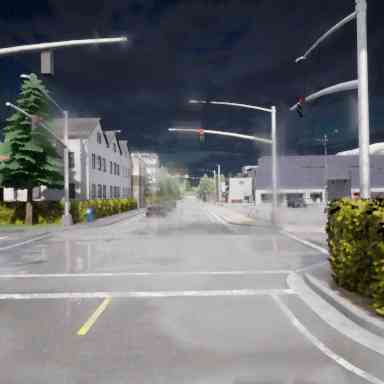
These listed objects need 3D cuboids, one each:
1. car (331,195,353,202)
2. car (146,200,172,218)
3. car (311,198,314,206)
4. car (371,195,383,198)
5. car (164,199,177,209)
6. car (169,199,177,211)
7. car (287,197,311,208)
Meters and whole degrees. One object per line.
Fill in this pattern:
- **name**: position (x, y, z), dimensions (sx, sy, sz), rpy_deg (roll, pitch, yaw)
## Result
- **car**: position (25.490, 1.398, 56.503), dimensions (2.152, 1.636, 5.027), rpy_deg (-1, -1, 0)
- **car**: position (-3.600, 1.844, 34.547), dimensions (2.033, 1.411, 5.357), rpy_deg (-1, -1, 0)
- **car**: position (19.075, 1.573, 56.164), dimensions (1.970, 1.475, 3.806), rpy_deg (-1, -1, 0)
- **car**: position (19.118, 1.183, 31.239), dimensions (1.905, 1.878, 3.866), rpy_deg (-1, -1, 0)
- **car**: position (-3.540, 1.995, 55.256), dimensions (1.837, 1.490, 4.892), rpy_deg (-1, -1, 0)
- **car**: position (-3.586, 1.885, 44.843), dimensions (2.128, 1.511, 4.902), rpy_deg (-1, -1, 0)
- **car**: position (15.429, 1.629, 49.107), dimensions (2.007, 1.523, 4.514), rpy_deg (-1, -1, 0)
